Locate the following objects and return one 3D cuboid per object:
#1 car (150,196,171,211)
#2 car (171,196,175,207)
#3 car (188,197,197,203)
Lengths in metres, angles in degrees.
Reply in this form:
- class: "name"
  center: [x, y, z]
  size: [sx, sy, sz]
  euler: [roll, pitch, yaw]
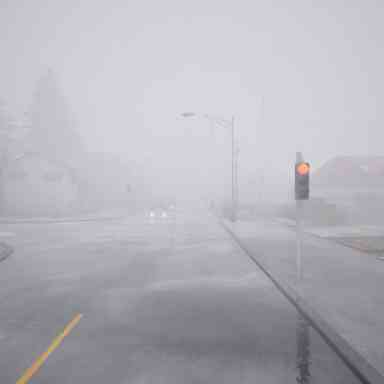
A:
- class: "car"
  center: [-4.062, 1.505, 41.574]
  size: [1.837, 1.490, 4.892]
  euler: [0, 0, 0]
- class: "car"
  center: [-4.049, 1.526, 50.785]
  size: [1.812, 1.442, 4.674]
  euler: [0, 0, 0]
- class: "car"
  center: [0.079, 1.787, 71.645]
  size: [1.895, 1.301, 4.718]
  euler: [0, 0, 0]
